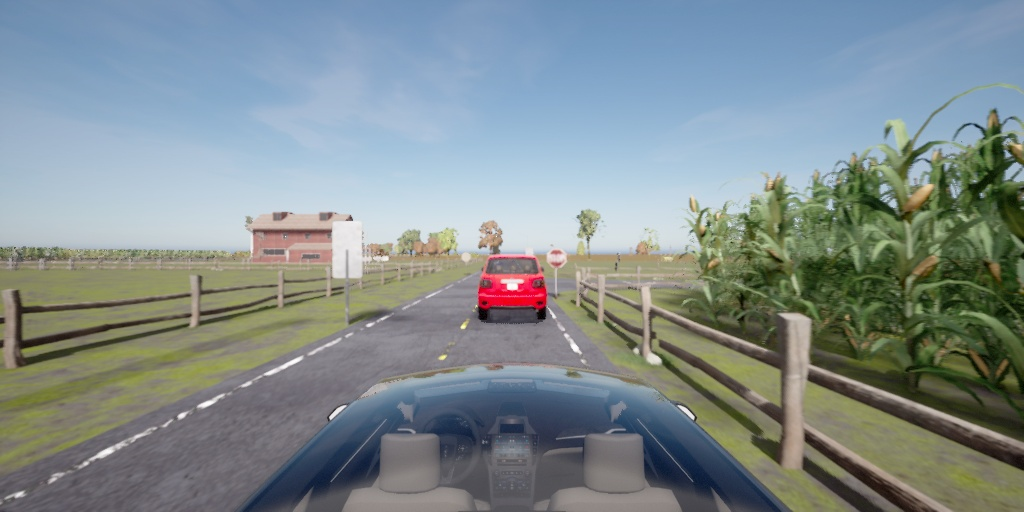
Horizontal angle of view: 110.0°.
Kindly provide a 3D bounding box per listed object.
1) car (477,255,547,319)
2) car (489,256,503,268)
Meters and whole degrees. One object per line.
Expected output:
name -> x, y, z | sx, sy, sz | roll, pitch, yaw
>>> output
car -> 0.027, 0.977, 12.952 | 2.150, 2.045, 5.566 | 0, 0, 0
car -> -2.752, 0.970, 62.493 | 2.150, 2.045, 5.566 | 0, 0, 1
